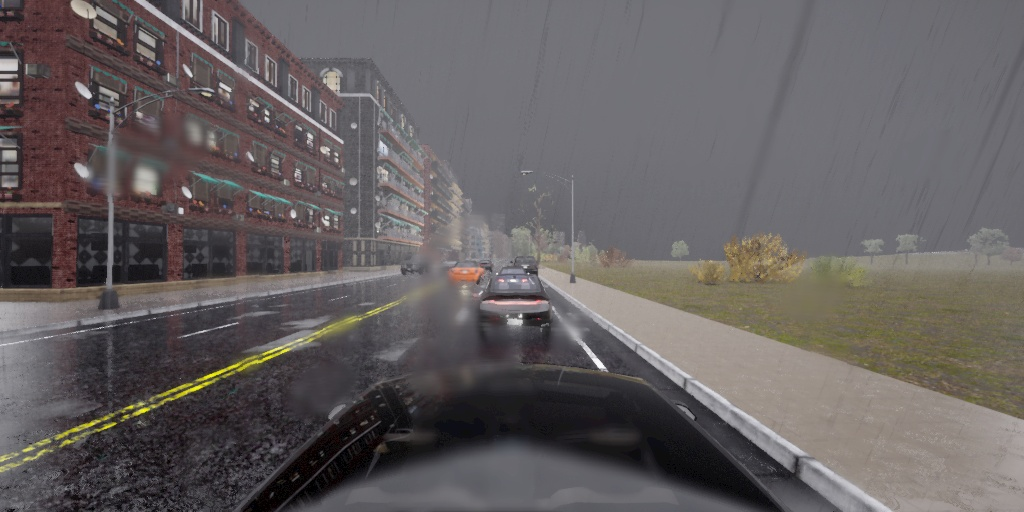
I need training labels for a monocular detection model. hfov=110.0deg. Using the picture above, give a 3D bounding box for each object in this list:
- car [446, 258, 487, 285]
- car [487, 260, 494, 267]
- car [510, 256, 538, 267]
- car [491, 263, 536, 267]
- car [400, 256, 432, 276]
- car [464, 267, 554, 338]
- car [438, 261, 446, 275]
[{"bbox_3d":[-3.225,1.106,26.485,2.097,1.767,4.553,0,0,0],"label":"car"},{"bbox_3d":[-3.279,1.252,44.554,1.837,1.490,4.892,0,-2,0],"label":"car"},{"bbox_3d":[1.048,0.978,30.894,2.150,2.045,5.566,0,0,0],"label":"car"},{"bbox_3d":[0.046,1.300,20.681,2.033,1.411,5.357,0,0,0],"label":"car"},{"bbox_3d":[-9.961,0.974,37.796,2.150,2.045,5.566,0,0,0],"label":"car"},{"bbox_3d":[0.075,1.243,10.241,2.128,1.511,4.902,0,0,0],"label":"car"},{"bbox_3d":[-6.716,1.230,39.129,1.882,1.535,5.008,0,0,0],"label":"car"}]
